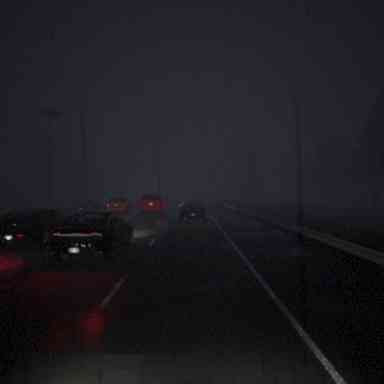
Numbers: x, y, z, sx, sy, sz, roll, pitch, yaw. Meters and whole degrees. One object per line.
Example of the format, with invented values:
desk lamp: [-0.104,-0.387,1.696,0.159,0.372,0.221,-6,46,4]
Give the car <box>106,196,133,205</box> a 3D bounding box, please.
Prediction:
car: [-7.212,1.261,33.346,2.097,1.767,4.553,0,0,-3]

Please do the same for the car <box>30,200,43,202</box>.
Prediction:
car: [-28.165,1.337,60.941,2.128,1.511,4.902,0,0,-11]

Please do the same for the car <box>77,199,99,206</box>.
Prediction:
car: [-10.743,1.432,34.095,1.812,1.442,4.674,0,0,-3]

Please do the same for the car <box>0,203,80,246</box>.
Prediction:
car: [-6.905,1.463,15.000,1.837,1.490,4.892,0,0,0]

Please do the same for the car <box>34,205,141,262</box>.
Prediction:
car: [-3.404,1.458,12.026,2.128,1.511,4.902,0,0,0]

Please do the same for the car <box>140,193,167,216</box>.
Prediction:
car: [-3.590,1.136,31.074,2.150,2.045,5.566,0,0,-2]

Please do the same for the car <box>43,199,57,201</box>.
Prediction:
car: [-24.249,1.439,58.851,1.895,1.301,4.718,0,0,-10]

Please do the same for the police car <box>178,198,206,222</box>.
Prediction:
police car: [0.046,1.355,25.456,1.930,1.638,5.238,0,0,-1]

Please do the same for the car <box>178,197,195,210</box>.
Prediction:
car: [-0.699,1.413,41.161,1.812,1.442,4.674,0,0,-4]
